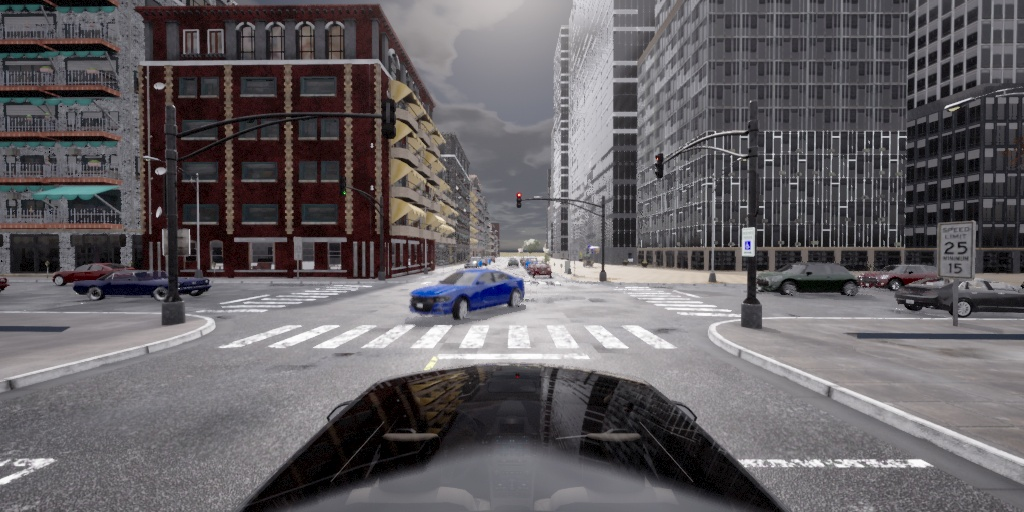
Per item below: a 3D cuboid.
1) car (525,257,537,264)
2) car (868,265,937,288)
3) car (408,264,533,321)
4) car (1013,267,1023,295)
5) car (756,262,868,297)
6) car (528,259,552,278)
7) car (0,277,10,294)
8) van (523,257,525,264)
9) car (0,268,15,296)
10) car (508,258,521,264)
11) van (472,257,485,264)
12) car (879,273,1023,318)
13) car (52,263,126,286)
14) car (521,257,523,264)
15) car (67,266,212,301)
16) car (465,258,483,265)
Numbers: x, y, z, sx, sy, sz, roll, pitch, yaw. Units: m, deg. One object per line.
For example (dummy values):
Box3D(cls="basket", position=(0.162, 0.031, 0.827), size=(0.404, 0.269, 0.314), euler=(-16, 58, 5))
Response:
Box3D(cls="car", position=(2.746, 1.157, 39.077), size=(1.967, 1.591, 4.097), euler=(0, 0, 0))
Box3D(cls="car", position=(23.421, 1.229, 21.622), size=(4.097, 1.591, 1.967), euler=(0, 0, 1))
Box3D(cls="car", position=(-1.429, 1.223, 12.916), size=(1.882, 1.535, 5.008), euler=(-1, -1, 33))
Box3D(cls="car", position=(30.019, 1.368, 18.779), size=(4.892, 1.490, 1.837), euler=(0, 1, 1))
Box3D(cls="car", position=(15.391, 1.147, 19.017), size=(4.553, 1.767, 2.097), euler=(0, 1, 1))
Box3D(cls="car", position=(2.732, 1.270, 33.431), size=(1.888, 1.381, 4.507), euler=(0, 0, 0))
Box3D(cls="car", position=(-22.595, 1.258, 13.725), size=(4.507, 1.381, 1.888), euler=(0, 0, 1))
Box3D(cls="van", position=(2.773, 1.042, 50.369), size=(1.690, 1.789, 3.998), euler=(0, 0, 0))
Box3D(cls="car", position=(-26.520, 1.254, 16.496), size=(4.718, 1.301, 1.895), euler=(0, 1, 1))
Box3D(cls="car", position=(0.247, 1.280, 63.577), size=(1.895, 1.301, 4.718), euler=(0, 0, 0))
Box3D(cls="van", position=(-5.562, 1.033, 56.001), size=(1.690, 1.789, 3.998), euler=(0, 0, 0))
Box3D(cls="car", position=(16.742, 1.445, 13.091), size=(4.403, 1.370, 2.007), euler=(0, 0, 1))
Box3D(cls="car", position=(-25.808, 1.108, 22.389), size=(4.507, 1.381, 1.888), euler=(0, 0, 1))
Box3D(cls="car", position=(2.786, 1.237, 56.015), size=(1.888, 1.381, 4.507), euler=(0, 0, 0))
Box3D(cls="car", position=(-16.640, 1.298, 16.335), size=(4.718, 1.301, 1.895), euler=(0, 1, 1))
Box3D(cls="car", position=(-5.575, 1.267, 50.355), size=(1.948, 1.339, 4.313), euler=(0, 0, 0))
